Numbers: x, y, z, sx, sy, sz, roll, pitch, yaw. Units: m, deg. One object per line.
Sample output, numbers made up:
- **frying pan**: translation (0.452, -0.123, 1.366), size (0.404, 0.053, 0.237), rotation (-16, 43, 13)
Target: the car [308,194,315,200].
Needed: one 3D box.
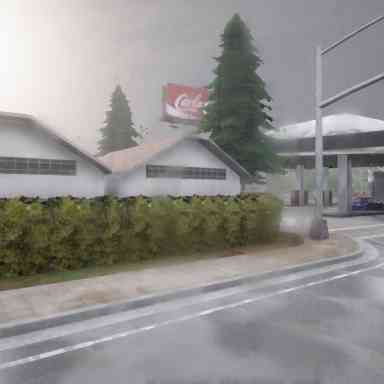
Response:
- **car**: translation (31.815, 1.330, 88.879), size (2.152, 1.636, 5.027), rotation (0, 0, -36)

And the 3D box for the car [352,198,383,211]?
- **car**: translation (20.814, 1.480, 39.371), size (4.611, 1.667, 2.242), rotation (0, 0, -36)
